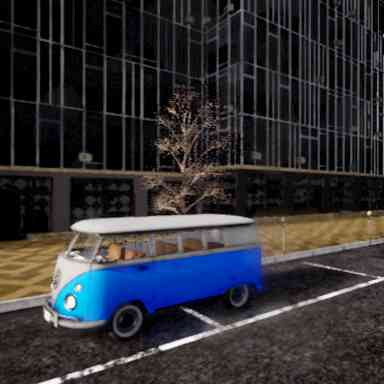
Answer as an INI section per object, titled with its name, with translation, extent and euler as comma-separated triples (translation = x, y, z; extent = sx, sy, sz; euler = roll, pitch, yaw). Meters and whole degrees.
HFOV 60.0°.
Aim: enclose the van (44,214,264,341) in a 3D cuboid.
[van]
translation = -0.467, 1.348, 6.232
extent = 3.998, 1.788, 1.690
euler = 0, 0, -36
